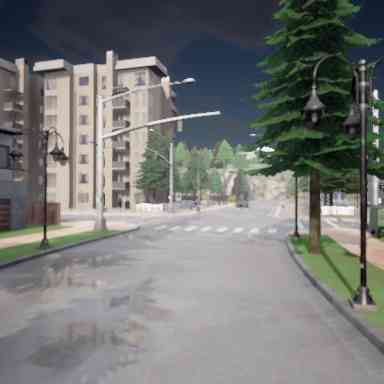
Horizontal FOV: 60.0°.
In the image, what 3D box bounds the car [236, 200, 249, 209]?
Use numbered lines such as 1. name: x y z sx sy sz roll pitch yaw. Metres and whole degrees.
1. car: 8.846 2.121 57.917 1.994 1.385 4.181 0 -1 15
